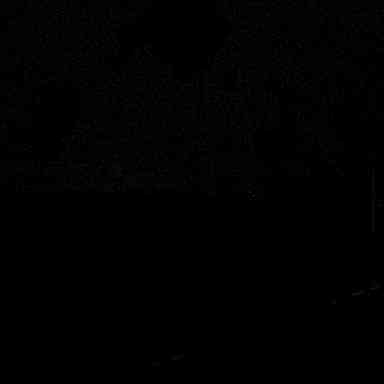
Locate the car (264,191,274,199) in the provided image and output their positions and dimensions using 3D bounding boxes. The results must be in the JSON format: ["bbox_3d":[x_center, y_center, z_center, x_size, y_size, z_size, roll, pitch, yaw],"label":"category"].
[{"bbox_3d":[12.341,0.530,60.249,2.033,1.411,5.357,0,1,-36],"label":"car"}]

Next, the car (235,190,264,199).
[{"bbox_3d":[9.829,0.448,58.916,1.882,1.535,5.008,0,1,-35],"label":"car"}]

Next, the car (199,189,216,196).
[{"bbox_3d":[3.339,0.100,72.790,1.994,1.385,4.181,0,1,-36],"label":"car"}]
